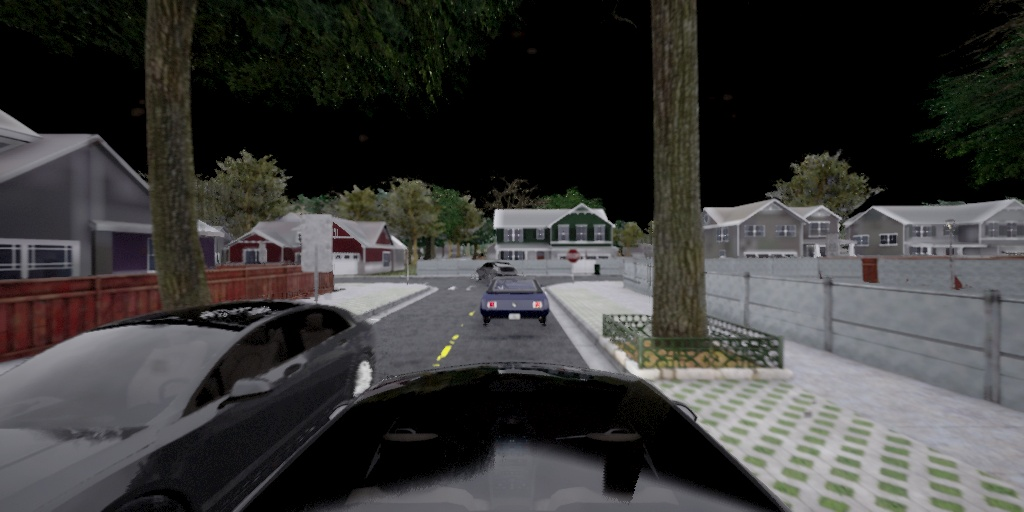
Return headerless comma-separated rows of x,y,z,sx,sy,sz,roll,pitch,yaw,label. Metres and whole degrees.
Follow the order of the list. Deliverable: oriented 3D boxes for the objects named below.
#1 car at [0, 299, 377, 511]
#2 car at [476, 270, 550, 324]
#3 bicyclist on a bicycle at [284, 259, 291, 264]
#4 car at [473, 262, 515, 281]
-2.844,1.249,3.281,1.837,1.490,4.892,0,0,0,car
0.082,1.312,11.716,1.895,1.301,4.718,0,0,0,car
-20.023,1.083,32.008,0.582,1.620,1.656,0,1,0,bicyclist on a bicycle
-1.263,1.162,26.031,1.837,1.490,4.892,2,0,-25,car
